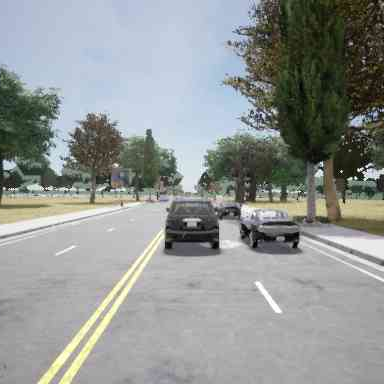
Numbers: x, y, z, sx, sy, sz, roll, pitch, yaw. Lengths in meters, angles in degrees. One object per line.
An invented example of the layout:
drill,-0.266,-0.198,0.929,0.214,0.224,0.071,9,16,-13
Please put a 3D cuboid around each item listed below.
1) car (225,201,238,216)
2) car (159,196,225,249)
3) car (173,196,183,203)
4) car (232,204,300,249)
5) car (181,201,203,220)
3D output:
car,3.250,1.560,29.652,1.837,1.490,4.892,0,0,0
car,0.000,1.270,14.681,2.150,2.045,5.566,0,0,0
car,-3.250,1.733,76.730,2.128,1.511,4.902,0,0,0
car,3.250,1.507,14.651,2.128,1.511,4.902,0,0,0
car,0.000,1.560,29.652,1.837,1.490,4.892,0,0,0
